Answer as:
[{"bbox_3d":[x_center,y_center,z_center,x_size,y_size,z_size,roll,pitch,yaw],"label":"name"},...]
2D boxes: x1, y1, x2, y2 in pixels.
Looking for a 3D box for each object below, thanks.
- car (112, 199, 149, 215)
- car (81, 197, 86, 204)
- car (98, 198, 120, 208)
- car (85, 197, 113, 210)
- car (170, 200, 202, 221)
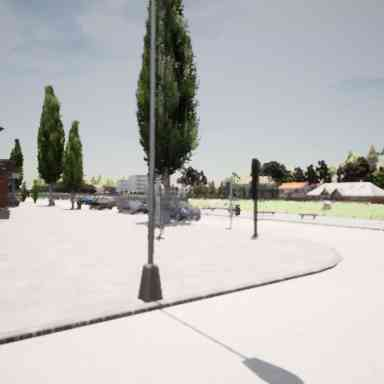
[{"bbox_3d":[-6.637,1.719,37.135,2.033,1.411,5.357,1,0,-36],"label":"car"},{"bbox_3d":[-19.403,1.693,62.217,1.882,1.535,5.008,1,0,-36],"label":"car"},{"bbox_3d":[-13.468,1.741,53.911,1.812,1.442,4.674,1,0,-35],"label":"car"},{"bbox_3d":[-12.412,1.649,45.264,1.882,1.535,5.008,1,0,-36],"label":"car"},{"bbox_3d":[-1.102,1.523,29.388,2.097,1.767,4.553,1,0,-36],"label":"car"}]
